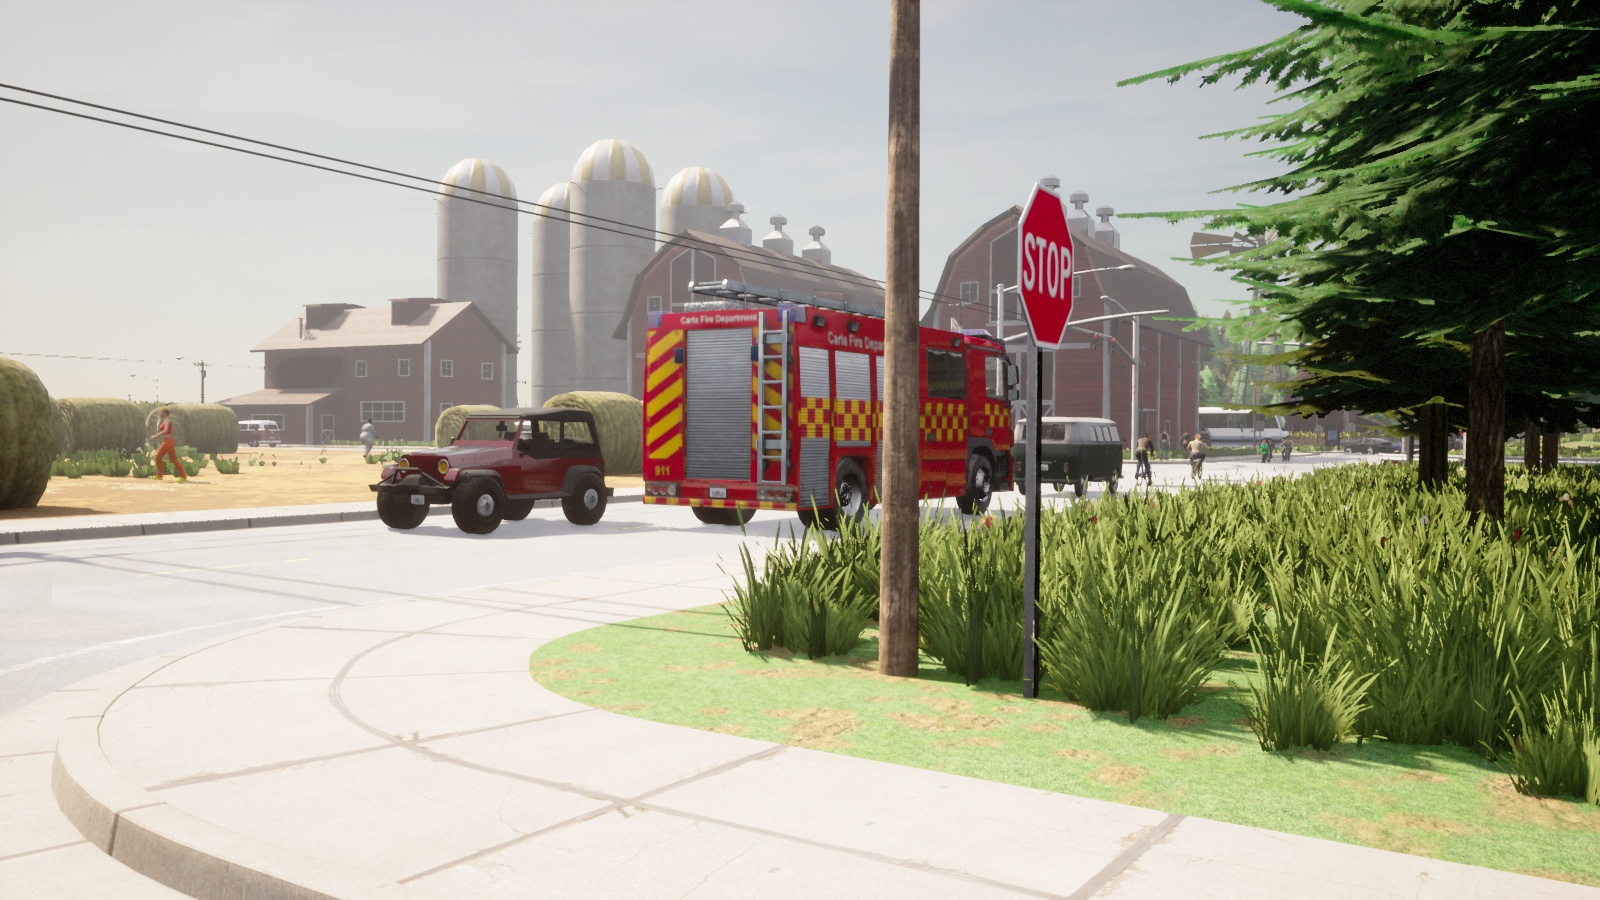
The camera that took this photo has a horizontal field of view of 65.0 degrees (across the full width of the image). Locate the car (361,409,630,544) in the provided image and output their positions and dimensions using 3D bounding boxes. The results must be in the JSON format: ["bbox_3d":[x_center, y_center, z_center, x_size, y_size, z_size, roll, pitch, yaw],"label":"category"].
[{"bbox_3d":[-4.638,0.336,19.657,1.905,1.878,3.866,0,1,31],"label":"car"}]

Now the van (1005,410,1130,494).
[{"bbox_3d":[6.932,0.016,32.205,1.775,1.987,4.442,0,1,31],"label":"van"}]

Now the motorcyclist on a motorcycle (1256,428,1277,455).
[{"bbox_3d":[26.969,-0.487,72.584,0.797,1.523,2.044,0,1,31],"label":"motorcyclist on a motorcycle"}]

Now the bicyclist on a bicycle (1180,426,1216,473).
[{"bbox_3d":[13.904,-0.021,43.885,0.866,1.612,1.509,0,0,31],"label":"bicyclist on a bicycle"}]

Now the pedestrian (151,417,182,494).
[{"bbox_3d":[-15.263,0.117,30.246,0.594,1.836,0.345,-1,1,-34],"label":"pedestrian"}]

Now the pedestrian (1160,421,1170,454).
[{"bbox_3d":[20.156,-0.708,69.386,0.345,1.836,0.594,0,1,33],"label":"pedestrian"}]

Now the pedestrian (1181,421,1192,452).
[{"bbox_3d":[22.433,-0.777,72.887,0.328,1.805,0.869,0,1,33],"label":"pedestrian"}]

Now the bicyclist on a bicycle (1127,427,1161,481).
[{"bbox_3d":[10.448,0.104,38.093,0.582,1.620,1.656,0,1,31],"label":"bicyclist on a bicycle"}]

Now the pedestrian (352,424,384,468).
[{"bbox_3d":[-18.566,-0.177,53.958,0.874,1.855,0.900,0,1,25],"label":"pedestrian"}]

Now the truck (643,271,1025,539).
[{"bbox_3d":[1.040,-0.713,22.314,2.891,3.827,8.468,0,1,32],"label":"truck"}]
